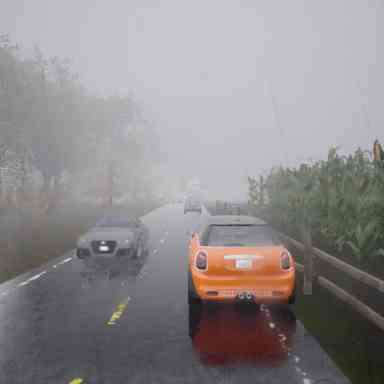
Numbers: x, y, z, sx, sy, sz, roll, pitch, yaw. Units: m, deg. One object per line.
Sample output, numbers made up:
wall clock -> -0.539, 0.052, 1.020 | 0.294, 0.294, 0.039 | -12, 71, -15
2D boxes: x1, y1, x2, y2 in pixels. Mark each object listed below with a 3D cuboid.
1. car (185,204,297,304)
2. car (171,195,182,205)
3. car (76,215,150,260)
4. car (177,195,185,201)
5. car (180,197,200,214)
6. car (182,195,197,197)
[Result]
car -> 0.963, 1.349, 8.277 | 2.097, 1.767, 4.553 | 0, 0, 0
car -> -2.730, 1.485, 60.718 | 2.128, 1.511, 4.902 | 0, 0, 0
car -> -2.747, 1.561, 12.348 | 1.994, 1.385, 4.181 | 0, 0, 0
car -> -2.721, 1.450, 83.317 | 1.882, 1.535, 5.008 | 0, 0, 0
car -> 0.084, 1.542, 35.644 | 2.033, 1.411, 5.357 | 0, 0, 0
car -> 0.072, 1.346, 46.206 | 2.097, 1.767, 4.553 | 0, 0, 0
